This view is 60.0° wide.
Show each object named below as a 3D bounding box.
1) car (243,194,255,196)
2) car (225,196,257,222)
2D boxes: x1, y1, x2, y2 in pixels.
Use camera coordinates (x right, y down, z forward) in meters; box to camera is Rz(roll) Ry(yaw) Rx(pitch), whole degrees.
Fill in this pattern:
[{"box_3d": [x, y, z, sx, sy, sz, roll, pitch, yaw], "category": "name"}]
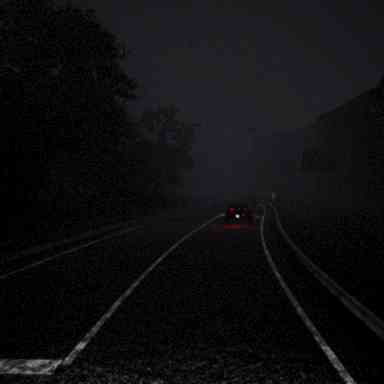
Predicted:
[{"box_3d": [6.922, 0.960, 40.760, 1.882, 1.535, 5.008, 1, 1, 9], "category": "car"}, {"box_3d": [3.485, 1.289, 24.050, 1.837, 1.490, 4.892, 1, 1, 12], "category": "car"}]
